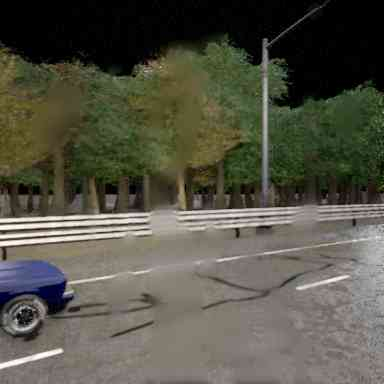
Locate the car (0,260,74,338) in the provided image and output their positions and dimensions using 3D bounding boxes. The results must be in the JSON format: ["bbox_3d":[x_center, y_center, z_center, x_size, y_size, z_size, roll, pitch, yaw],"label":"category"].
[{"bbox_3d":[-4.327,1.594,4.932,4.718,1.301,1.895,0,0,-36],"label":"car"}]
